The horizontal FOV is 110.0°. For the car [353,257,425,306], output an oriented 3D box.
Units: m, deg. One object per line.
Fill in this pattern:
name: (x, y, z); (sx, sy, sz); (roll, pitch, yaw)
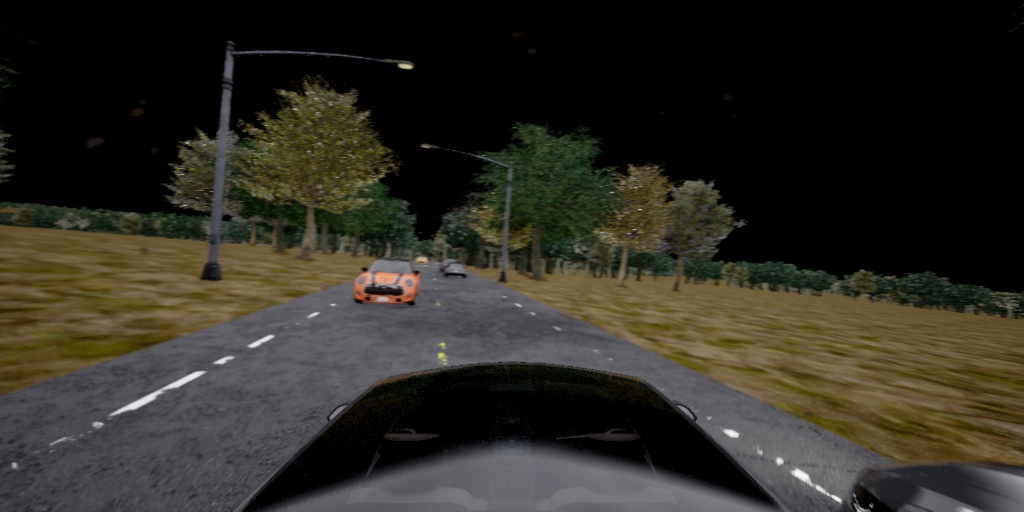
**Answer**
car: (-4.803, 0.876, 14.352); (2.097, 1.767, 4.553); (4, -1, -12)

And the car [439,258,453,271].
car: (-7.846, 1.040, 44.317); (2.097, 1.767, 4.553); (4, -1, -13)

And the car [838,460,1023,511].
car: (3.213, 1.476, 0.186); (1.837, 1.490, 4.892); (4, -1, -12)

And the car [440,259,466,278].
car: (-5.391, 1.281, 33.673); (1.994, 1.385, 4.181); (4, -1, -13)
